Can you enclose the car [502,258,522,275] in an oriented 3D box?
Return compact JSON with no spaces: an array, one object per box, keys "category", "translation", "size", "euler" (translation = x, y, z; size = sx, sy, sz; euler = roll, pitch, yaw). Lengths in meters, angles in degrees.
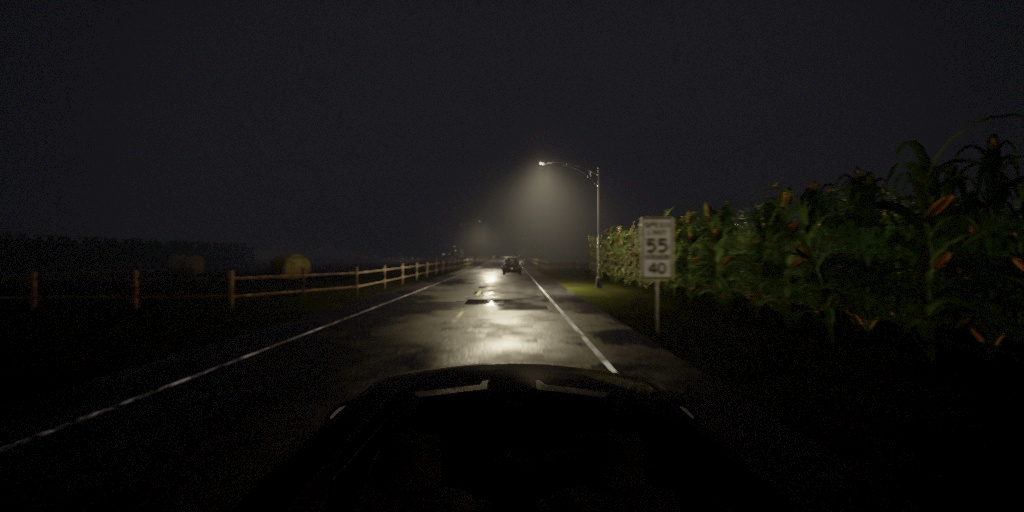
[{"category":"car","translation":[-0.006,1.209,37.518],"size":[1.994,1.385,4.181],"euler":[0,0,0]}]
